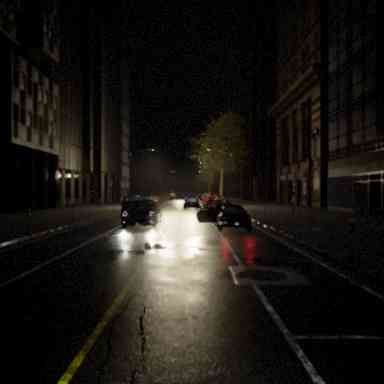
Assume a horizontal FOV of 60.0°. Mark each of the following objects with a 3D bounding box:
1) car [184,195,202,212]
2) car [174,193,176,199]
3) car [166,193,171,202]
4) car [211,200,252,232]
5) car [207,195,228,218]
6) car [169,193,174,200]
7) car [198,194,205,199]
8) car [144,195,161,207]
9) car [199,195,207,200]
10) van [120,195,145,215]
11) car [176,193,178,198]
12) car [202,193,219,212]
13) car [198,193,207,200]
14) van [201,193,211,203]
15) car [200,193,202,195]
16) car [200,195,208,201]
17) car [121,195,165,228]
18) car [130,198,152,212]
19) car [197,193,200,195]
[{"bbox_3d":[-0.035,1.424,42.094,1.994,1.385,4.181,0,0,1],"label":"car"},{"bbox_3d":[-5.818,1.126,82.958,2.192,1.841,5.009,0,0,0],"label":"car"},{"bbox_3d":[-5.786,1.404,66.043,1.802,1.307,4.206,0,0,0],"label":"car"},{"bbox_3d":[2.316,1.449,19.511,1.812,1.442,4.674,0,0,0],"label":"car"},{"bbox_3d":[2.801,1.323,32.208,1.967,1.590,4.097,0,0,0],"label":"car"},{"bbox_3d":[-5.806,1.335,77.150,1.752,1.417,4.829,0,0,0],"label":"car"},{"bbox_3d":[2.688,1.361,94.243,1.887,1.381,4.507,0,0,0],"label":"car"},{"bbox_3d":[-5.756,1.288,49.126,1.967,1.590,4.097,0,0,0],"label":"car"},{"bbox_3d":[2.708,1.377,82.963,1.947,1.339,4.313,0,0,0],"label":"car"},{"bbox_3d":[-5.724,1.224,32.208,1.690,1.788,3.998,0,0,0],"label":"van"},{"bbox_3d":[-5.838,1.132,94.236,2.192,1.841,5.009,0,0,0],"label":"car"},{"bbox_3d":[2.780,1.173,43.488,2.192,1.841,5.009,0,0,0],"label":"car"},{"bbox_3d":[2.698,1.129,88.604,2.192,1.841,5.009,0,0,0],"label":"car"},{"bbox_3d":[2.740,1.163,66.046,1.690,1.788,3.998,0,0,0],"label":"van"},{"bbox_3d":[2.770,1.163,49.127,2.192,1.841,5.009,0,0,0],"label":"car"},{"bbox_3d":[2.718,1.392,77.326,1.802,1.307,4.206,0,0,0],"label":"car"},{"bbox_3d":[-3.139,1.268,21.370,2.097,1.767,4.553,0,0,0],"label":"car"},{"bbox_3d":[-5.735,1.434,37.848,1.947,1.339,4.313,0,0,0],"label":"car"},{"bbox_3d":[-0.101,1.315,56.276,1.882,1.535,5.008,0,0,0],"label":"car"}]
